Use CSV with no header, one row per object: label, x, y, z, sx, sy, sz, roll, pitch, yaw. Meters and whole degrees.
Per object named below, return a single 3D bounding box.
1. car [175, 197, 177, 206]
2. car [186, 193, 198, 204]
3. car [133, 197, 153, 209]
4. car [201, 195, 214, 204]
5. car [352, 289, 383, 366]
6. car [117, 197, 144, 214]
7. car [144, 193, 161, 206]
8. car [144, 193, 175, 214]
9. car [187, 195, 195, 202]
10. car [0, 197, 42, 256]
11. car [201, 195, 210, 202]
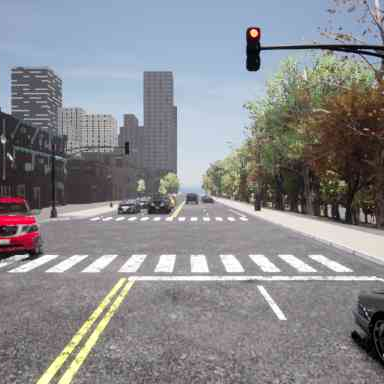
car,-3.426,1.467,45.905,1.882,1.535,5.008,0,0,0
car,-0.026,1.202,63.408,2.150,2.045,5.566,0,0,0
car,-6.675,1.481,45.981,2.128,1.511,4.902,0,0,0
car,3.221,1.546,65.770,1.994,1.385,4.181,0,0,0
car,3.345,1.547,2.570,2.033,1.411,5.357,0,0,0
car,-6.661,1.484,35.580,2.128,1.511,4.902,0,0,0
car,-6.694,1.207,56.670,2.150,2.045,5.566,0,0,1
car,-3.422,1.214,35.907,2.150,2.045,5.566,0,0,1
car,-0.151,1.501,75.822,1.812,1.442,4.674,0,0,0
car,-7.276,1.222,12.833,2.150,2.045,5.566,1,-1,-30
car,3.102,1.455,75.916,1.882,1.535,5.008,0,0,0
